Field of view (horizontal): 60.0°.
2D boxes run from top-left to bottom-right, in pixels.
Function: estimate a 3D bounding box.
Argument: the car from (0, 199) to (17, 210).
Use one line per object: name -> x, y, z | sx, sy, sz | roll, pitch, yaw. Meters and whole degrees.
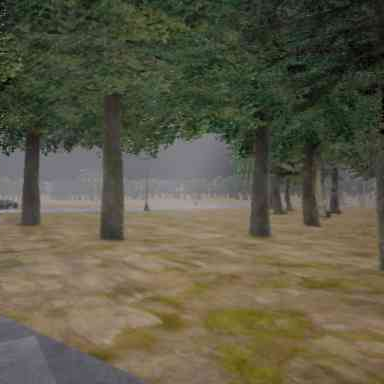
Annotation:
car -> -27.884, 1.860, 47.834 | 1.837, 1.490, 4.892 | 0, 0, 37
